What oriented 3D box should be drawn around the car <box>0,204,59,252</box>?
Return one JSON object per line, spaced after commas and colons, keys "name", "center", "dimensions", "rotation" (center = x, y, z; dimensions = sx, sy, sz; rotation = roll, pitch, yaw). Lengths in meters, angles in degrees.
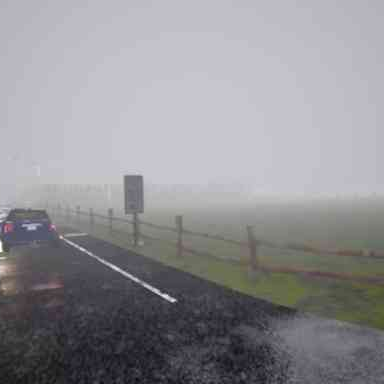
{"name": "car", "center": [-7.483, 1.496, 15.156], "dimensions": [2.097, 1.767, 4.553], "rotation": [-1, 0, -31]}
